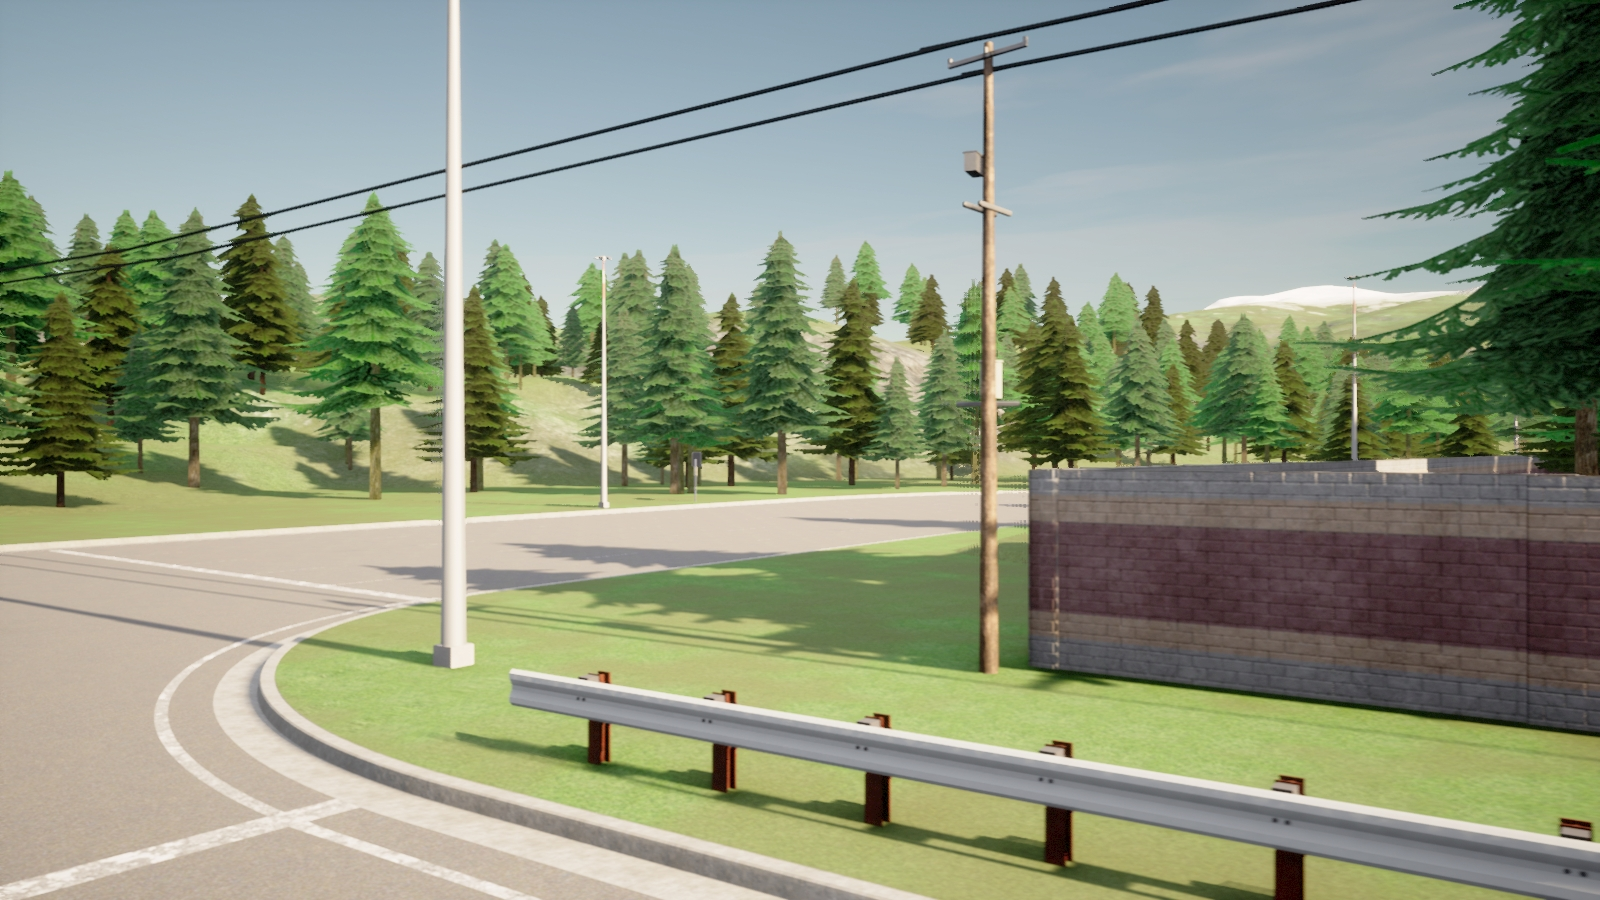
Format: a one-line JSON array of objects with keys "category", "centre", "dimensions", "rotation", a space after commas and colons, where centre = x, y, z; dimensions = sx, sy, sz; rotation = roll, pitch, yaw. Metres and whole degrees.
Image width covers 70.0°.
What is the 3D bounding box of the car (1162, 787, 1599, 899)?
[{"category": "car", "centre": [3.166, 1.982, 1.571], "dimensions": [5.238, 1.638, 2.097], "rotation": [0, 0, 35]}]
